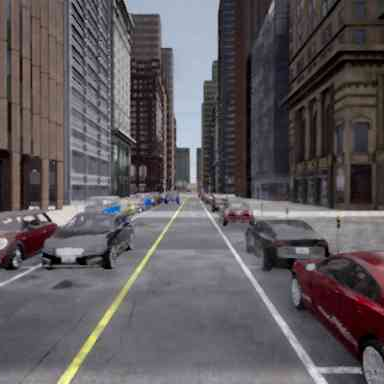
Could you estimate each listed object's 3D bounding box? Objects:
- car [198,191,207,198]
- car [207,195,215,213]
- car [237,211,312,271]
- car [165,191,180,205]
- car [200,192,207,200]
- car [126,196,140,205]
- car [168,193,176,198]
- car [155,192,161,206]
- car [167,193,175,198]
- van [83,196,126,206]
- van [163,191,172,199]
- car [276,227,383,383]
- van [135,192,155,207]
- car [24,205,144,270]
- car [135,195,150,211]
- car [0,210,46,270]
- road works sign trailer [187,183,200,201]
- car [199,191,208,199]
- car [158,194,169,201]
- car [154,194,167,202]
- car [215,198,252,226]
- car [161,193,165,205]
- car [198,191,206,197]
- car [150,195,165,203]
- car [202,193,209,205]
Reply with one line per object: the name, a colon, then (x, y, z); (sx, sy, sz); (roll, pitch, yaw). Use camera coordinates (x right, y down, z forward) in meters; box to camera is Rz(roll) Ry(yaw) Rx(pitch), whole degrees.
car: (2.862, 0.676, 89.333); (2.192, 1.841, 5.009); (0, 0, 0)
car: (2.798, 1.317, 32.973); (1.947, 1.339, 4.313); (0, 0, 0)
car: (2.772, 1.486, 10.429); (1.947, 1.339, 4.313); (0, 0, 0)
car: (-3.020, 0.843, 51.136); (2.150, 2.045, 5.566); (0, 0, 0)
car: (2.831, 1.131, 61.155); (1.802, 1.307, 4.206); (0, 0, 0)
car: (-5.733, 1.319, 27.170); (1.752, 1.417, 4.829); (0, 0, 0)
car: (-5.656, 0.892, 94.978); (1.947, 1.339, 4.313); (0, 0, 0)
car: (-5.714, 1.110, 44.248); (1.967, 1.590, 4.097); (0, 0, 0)
car: (-5.662, 0.943, 89.342); (1.802, 1.307, 4.206); (0, 0, 0)
van: (-5.740, 1.175, 21.702); (1.690, 1.788, 3.998); (0, 0, 0)
van: (-5.676, 0.775, 78.067); (1.690, 1.788, 3.998); (0, 0, 0)
car: (2.766, 1.507, 4.793); (1.887, 1.381, 4.507); (0, 0, 0)
van: (-5.721, 1.051, 38.611); (1.690, 1.788, 3.998); (0, 0, 0)
car: (-3.087, 1.408, 10.778); (2.128, 1.511, 4.902); (0, 0, 0)
car: (-5.727, 1.301, 32.976); (2.008, 1.369, 4.403); (0, 0, 0)
car: (-5.753, 1.359, 10.430); (1.967, 1.590, 4.097); (0, 0, 0)
road works sign trailer: (0.080, -0.039, 68.676); (2.380, 3.560, 2.880); (0, 0, 0)
car: (2.855, 0.712, 83.696); (2.192, 1.841, 5.009); (0, 0, 0)
car: (-5.688, 1.061, 66.795); (2.008, 1.369, 4.403); (0, 0, 0)
car: (-5.694, 1.115, 61.159); (1.947, 1.339, 4.313); (0, 0, 0)
car: (2.785, 1.274, 21.700); (1.967, 1.590, 4.097); (0, 0, 0)
car: (-5.708, 0.944, 49.884); (2.192, 1.841, 5.009); (0, 0, 0)
car: (2.843, 0.912, 72.426); (1.967, 1.590, 4.097); (0, 0, 0)
car: (-5.701, 1.155, 55.523); (1.947, 1.339, 4.313); (0, 0, 0)
car: (2.818, 1.212, 49.882); (1.802, 1.307, 4.206); (0, 0, 0)
